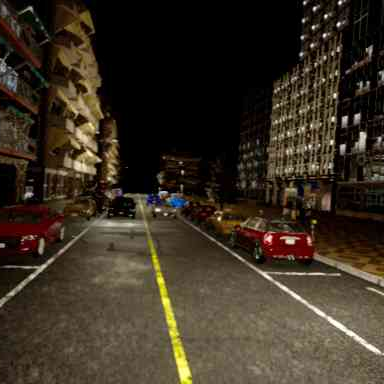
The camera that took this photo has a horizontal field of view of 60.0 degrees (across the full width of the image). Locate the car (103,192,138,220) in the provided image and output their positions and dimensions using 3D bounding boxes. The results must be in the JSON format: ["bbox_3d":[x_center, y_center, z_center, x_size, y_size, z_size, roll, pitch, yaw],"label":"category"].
[{"bbox_3d":[-4.963,1.074,23.981,1.882,1.535,5.008,4,0,-9],"label":"car"}]

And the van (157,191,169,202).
[{"bbox_3d":[-5.380,0.805,61.537,1.690,1.788,3.998,3,0,-9],"label":"van"}]

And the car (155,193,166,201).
[{"bbox_3d":[-6.328,0.916,67.154,1.752,1.417,4.829,3,0,-9],"label":"car"}]

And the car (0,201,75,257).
[{"bbox_3d":[-5.459,1.153,11.096,1.887,1.381,4.507,3,0,-9],"label":"car"}]

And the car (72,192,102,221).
[{"bbox_3d":[-7.248,0.983,21.831,1.752,1.417,4.829,3,0,-9],"label":"car"}]

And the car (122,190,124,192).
[{"bbox_3d":[-12.731,0.555,54.703,1.887,1.381,4.507,3,0,-9],"label":"car"}]

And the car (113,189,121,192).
[{"bbox_3d":[-10.906,0.596,43.800,1.967,1.590,4.097,3,0,-9],"label":"car"}]

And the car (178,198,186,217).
[{"bbox_3d":[0.061,1.485,28.831,1.802,1.307,4.206,3,0,-9],"label":"car"}]

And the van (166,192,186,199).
[{"bbox_3d":[-1.743,1.095,39.732,1.690,1.788,3.998,3,0,-9],"label":"van"}]

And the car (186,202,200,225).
[{"bbox_3d":[0.970,1.561,23.381,1.802,1.307,4.206,3,0,-9],"label":"car"}]

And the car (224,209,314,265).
[{"bbox_3d":[2.796,1.573,12.478,1.967,1.590,4.097,3,0,-9],"label":"car"}]

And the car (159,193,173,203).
[{"bbox_3d":[-4.476,0.975,56.085,1.967,1.590,4.097,3,0,-9],"label":"car"}]

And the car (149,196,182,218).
[{"bbox_3d":[-2.307,1.358,27.206,1.895,1.301,4.718,4,0,-9],"label":"car"}]

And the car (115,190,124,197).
[{"bbox_3d":[-15.461,0.380,71.055,1.802,1.307,4.206,3,0,-9],"label":"car"}]

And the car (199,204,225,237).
[{"bbox_3d":[1.854,1.579,18.097,1.752,1.417,4.829,3,0,-9],"label":"car"}]

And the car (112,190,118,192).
[{"bbox_3d":[-10.004,0.780,38.351,2.008,1.369,4.403,3,0,-9],"label":"car"}]

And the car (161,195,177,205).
[{"bbox_3d":[-3.574,1.173,50.635,1.947,1.339,4.313,3,0,-9],"label":"car"}]

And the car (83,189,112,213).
[{"bbox_3d":[-8.172,0.694,27.448,2.192,1.841,5.009,3,0,-9],"label":"car"}]

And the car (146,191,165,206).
[{"bbox_3d":[-5.021,1.010,43.530,1.882,1.535,5.008,4,1,-9],"label":"car"}]

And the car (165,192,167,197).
[{"bbox_3d":[-2.690,1.203,45.350,1.752,1.417,4.829,3,0,-9],"label":"car"}]

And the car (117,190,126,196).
[{"bbox_3d":[-17.278,0.225,81.957,1.947,1.339,4.313,3,0,-9],"label":"car"}]
